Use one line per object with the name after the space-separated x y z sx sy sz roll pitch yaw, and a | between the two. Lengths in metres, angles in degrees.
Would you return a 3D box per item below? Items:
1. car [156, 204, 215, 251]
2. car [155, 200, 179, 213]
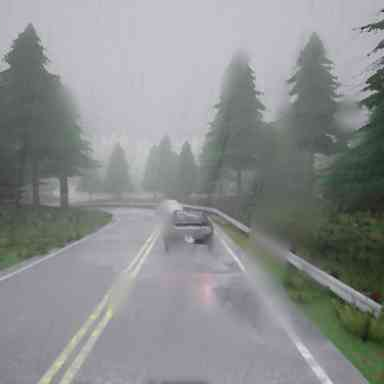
-0.135 1.458 13.892 2.128 1.511 4.902 0 0 -1 | car
-2.108 1.442 30.448 1.812 1.442 4.674 -1 0 -16 | car
